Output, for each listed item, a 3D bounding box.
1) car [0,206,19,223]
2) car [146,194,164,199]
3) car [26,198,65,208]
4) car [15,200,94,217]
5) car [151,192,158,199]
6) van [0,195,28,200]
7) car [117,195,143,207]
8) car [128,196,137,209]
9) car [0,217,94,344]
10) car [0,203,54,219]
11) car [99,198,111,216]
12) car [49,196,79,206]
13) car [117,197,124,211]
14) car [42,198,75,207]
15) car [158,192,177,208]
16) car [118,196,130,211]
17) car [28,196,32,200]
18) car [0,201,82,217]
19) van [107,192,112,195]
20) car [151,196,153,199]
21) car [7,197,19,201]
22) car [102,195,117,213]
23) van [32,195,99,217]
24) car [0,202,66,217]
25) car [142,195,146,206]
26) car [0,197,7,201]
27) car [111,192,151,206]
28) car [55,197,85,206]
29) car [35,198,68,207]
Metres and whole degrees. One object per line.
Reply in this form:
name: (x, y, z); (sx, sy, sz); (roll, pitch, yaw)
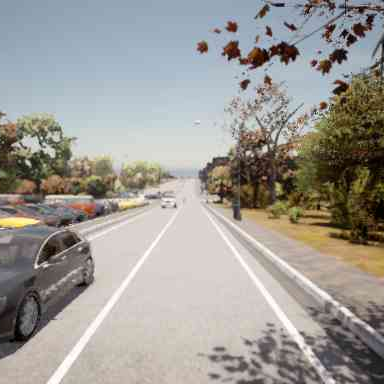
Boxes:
car: (-10.289, 1.499, 13.732); (4.892, 1.521, 2.231); (0, 0, 0)
car: (-10.477, 1.337, 93.515); (4.792, 1.488, 2.163); (0, 0, 0)
car: (-23.130, 1.688, 52.621); (5.366, 1.575, 1.946); (0, -1, 0)
car: (-10.240, 1.545, 24.836); (4.792, 1.488, 2.163); (0, 0, 0)
car: (-10.424, 1.329, 90.731); (4.792, 1.488, 2.163); (0, 0, 0)
van: (-23.446, 1.353, 41.421); (4.442, 1.987, 1.878); (0, 0, 0)
car: (-10.057, 1.633, 47.035); (5.366, 1.575, 1.946); (0, -1, 0)
car: (-10.064, 1.577, 41.362); (5.366, 1.575, 1.946); (0, -1, 0)
car: (-3.354, 1.494, 6.494); (1.837, 1.490, 4.892); (0, 0, 0)
car: (-10.094, 1.499, 16.507); (5.366, 1.575, 1.946); (0, 0, 0)
car: (-10.292, 1.554, 30.389); (4.792, 1.488, 2.163); (0, 0, 0)
car: (-23.337, 1.650, 60.808); (4.553, 1.767, 2.185); (0, -1, 0)
car: (-10.250, 1.543, 35.942); (4.892, 1.521, 2.231); (0, 0, 0)
car: (-23.279, 1.778, 58.161); (4.792, 1.488, 2.163); (0, -1, 0)
car: (-3.420, 1.349, 49.946); (2.150, 2.045, 5.566); (0, 0, 0)
car: (-10.438, 1.555, 38.710); (5.366, 1.575, 1.946); (0, 0, 0)
car: (-23.297, 1.635, 44.313); (4.792, 1.488, 2.163); (0, -1, 0)
car: (-10.243, 1.541, 22.060); (4.792, 1.488, 2.163); (0, 0, 0)
van: (-23.407, 1.073, 90.675); (4.442, 1.987, 1.878); (1, 0, 0)
car: (-10.196, 1.808, 60.915); (4.792, 1.488, 2.163); (0, -1, 0)
car: (-23.361, 1.586, 38.648); (4.792, 1.488, 2.163); (0, 0, 0)
car: (-10.290, 1.406, 33.163); (4.553, 1.767, 2.185); (0, 0, 0)
van: (-10.383, 1.294, 27.613); (4.442, 1.987, 1.878); (0, 0, 0)
car: (-10.247, 1.536, 19.284); (4.792, 1.488, 2.163); (0, 0, 0)
car: (-10.421, 1.690, 52.587); (5.366, 1.575, 1.946); (0, -1, 0)
car: (-23.365, 1.570, 36.009); (4.792, 1.488, 2.163); (0, 0, 0)
car: (-10.261, 1.470, 55.366); (5.566, 2.045, 2.435); (0, -1, 0)
car: (-23.297, 1.804, 63.578); (5.008, 1.535, 2.097); (0, -1, 0)
car: (-23.309, 1.760, 55.391); (4.674, 1.452, 2.002); (0, -1, 0)
